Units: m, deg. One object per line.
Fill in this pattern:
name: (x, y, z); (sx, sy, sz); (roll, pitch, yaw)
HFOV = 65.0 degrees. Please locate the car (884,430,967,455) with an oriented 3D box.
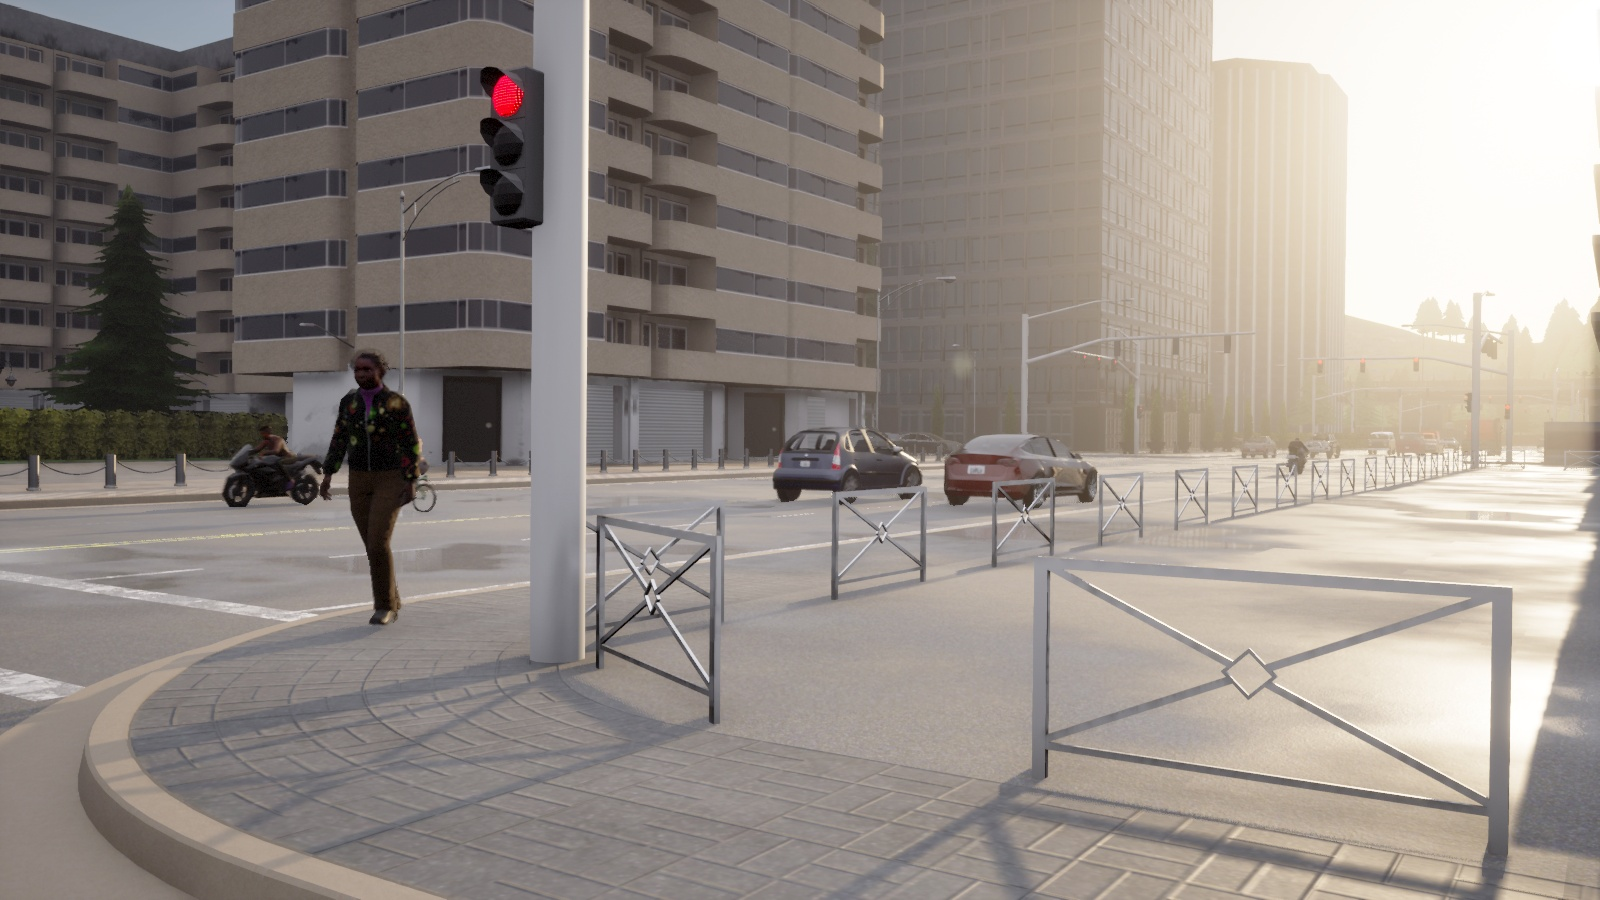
car: (7.933, -0.478, 79.638); (4.892, 1.490, 1.837); (0, 1, 33)

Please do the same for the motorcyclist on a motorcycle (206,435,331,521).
motorcyclist on a motorcycle: (-9.900, 0.483, 23.477); (0.797, 1.523, 2.044); (0, 1, 33)

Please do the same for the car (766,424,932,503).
car: (1.165, 0.242, 27.626); (1.851, 1.617, 3.988); (0, 1, 33)

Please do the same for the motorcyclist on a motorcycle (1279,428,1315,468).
motorcyclist on a motorcycle: (19.593, -0.086, 49.468); (0.866, 1.530, 2.191); (0, 1, 33)

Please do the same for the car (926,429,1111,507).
car: (4.765, 0.323, 26.738); (2.163, 1.488, 4.792); (0, 1, 33)

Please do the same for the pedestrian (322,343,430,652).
pedestrian: (-2.753, 0.296, 8.199); (0.395, 1.930, 0.692); (0, 1, 5)

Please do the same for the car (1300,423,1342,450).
car: (36.742, -0.994, 88.571); (1.932, 1.855, 4.605); (0, 1, 33)

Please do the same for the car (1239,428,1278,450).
car: (32.145, -0.782, 87.930); (1.789, 1.549, 3.705); (0, 1, 33)

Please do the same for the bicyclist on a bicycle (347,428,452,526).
bicyclist on a bicycle: (-6.896, 0.434, 21.685); (0.866, 1.612, 1.509); (0, 1, 33)
